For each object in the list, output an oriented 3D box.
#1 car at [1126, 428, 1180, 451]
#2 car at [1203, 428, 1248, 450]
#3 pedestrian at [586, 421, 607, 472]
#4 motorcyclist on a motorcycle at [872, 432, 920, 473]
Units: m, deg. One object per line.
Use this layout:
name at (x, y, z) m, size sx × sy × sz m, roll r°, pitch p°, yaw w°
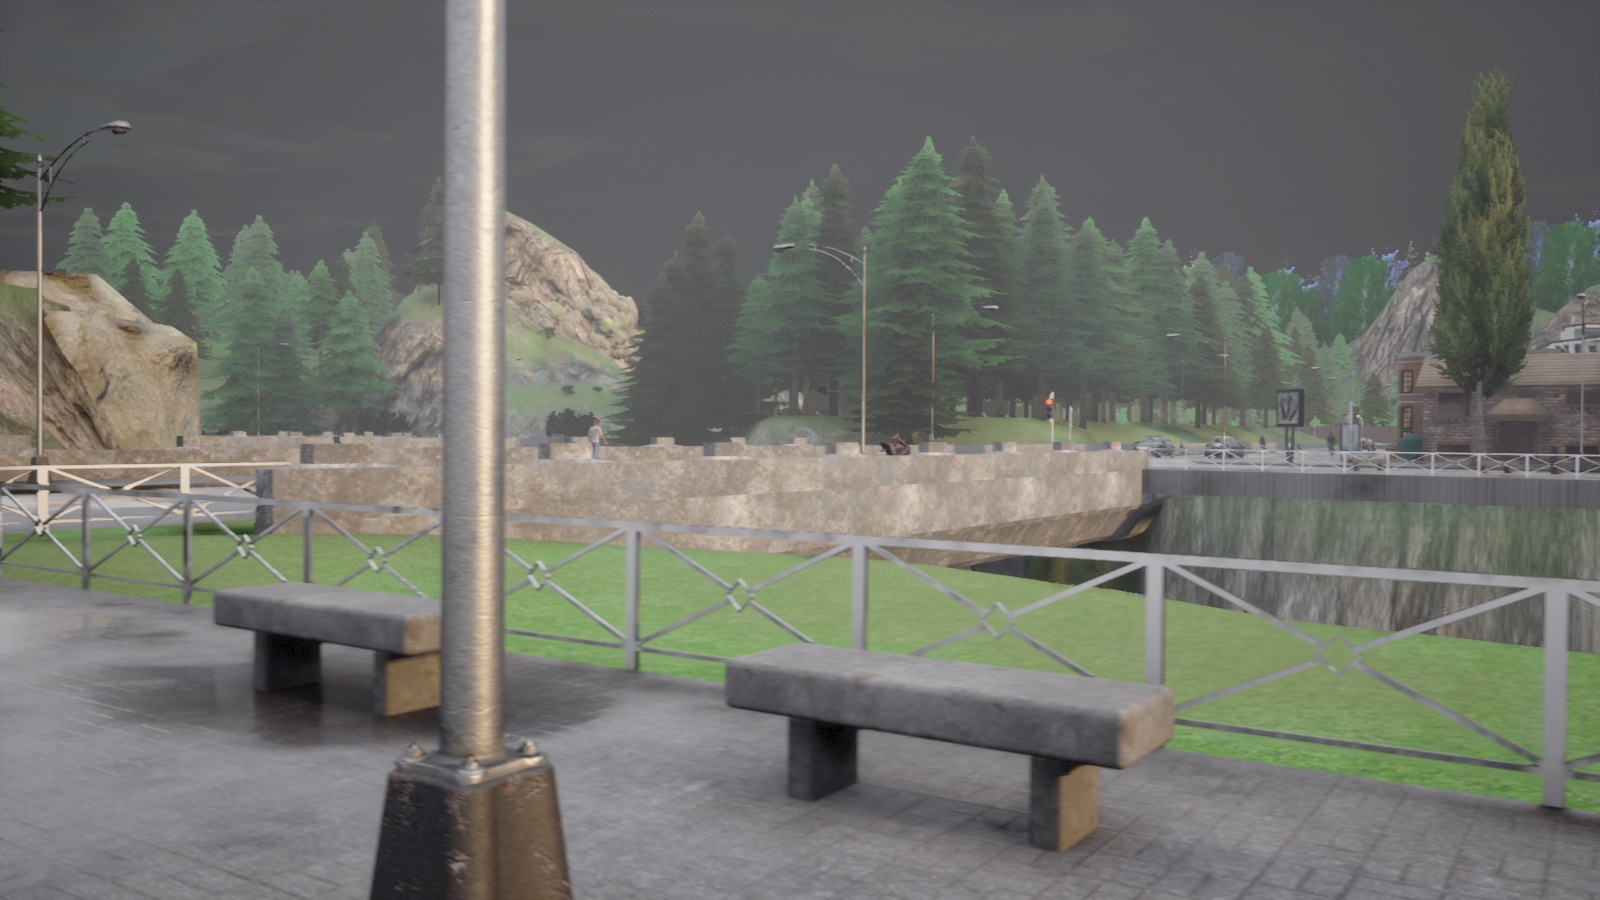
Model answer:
car at (24.033, -0.698, 85.375) m, size 2.128 × 1.511 × 4.902 m, roll 0°, pitch 1°, yaw 33°
car at (29.010, -0.737, 85.618) m, size 1.970 × 1.475 × 3.806 m, roll 0°, pitch 1°, yaw 34°
pedestrian at (-7.386, -0.116, 45.525) m, size 0.354 × 1.836 × 0.706 m, roll 0°, pitch 1°, yaw 35°
motorcyclist on a motorcycle at (3.642, 0.083, 47.454) m, size 0.866 × 1.530 × 2.191 m, roll 0°, pitch 1°, yaw 34°
